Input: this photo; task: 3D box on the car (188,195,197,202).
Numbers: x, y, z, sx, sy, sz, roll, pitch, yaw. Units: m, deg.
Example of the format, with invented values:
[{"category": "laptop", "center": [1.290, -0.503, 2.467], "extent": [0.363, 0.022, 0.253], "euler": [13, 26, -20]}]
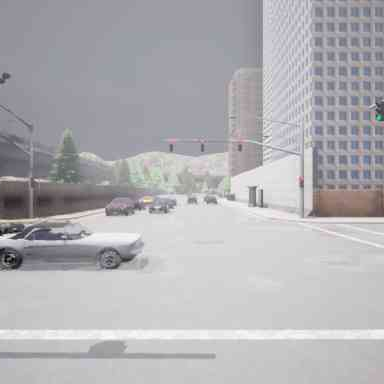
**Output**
[{"category": "car", "center": [0.078, 1.328, 74.507], "extent": [1.837, 1.490, 4.892], "euler": [0, 0, 0]}]

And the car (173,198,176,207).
[{"category": "car", "center": [-3.550, 1.564, 45.416], "extent": [1.994, 1.385, 4.181], "euler": [0, 0, -1]}]

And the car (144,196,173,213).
[{"category": "car", "center": [-3.550, 1.492, 36.497], "extent": [2.128, 1.511, 4.902], "euler": [0, 0, 0]}]

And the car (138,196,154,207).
[{"category": "car", "center": [-7.034, 1.478, 51.413], "extent": [1.882, 1.535, 5.008], "euler": [0, 0, 0]}]

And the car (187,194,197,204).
[{"category": "car", "center": [0.068, 1.478, 64.285], "extent": [1.882, 1.535, 5.008], "euler": [0, 0, 0]}]

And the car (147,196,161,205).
[{"category": "car", "center": [-6.999, 1.478, 61.486], "extent": [1.882, 1.535, 5.008], "euler": [0, 0, 1]}]

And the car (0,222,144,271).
[{"category": "car", "center": [-3.911, 1.630, 10.483], "extent": [4.718, 1.301, 1.895], "euler": [0, 0, 0]}]

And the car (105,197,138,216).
[{"category": "car", "center": [-7.059, 1.352, 32.911], "extent": [2.097, 1.767, 4.553], "euler": [0, 0, 0]}]

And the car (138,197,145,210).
[{"category": "car", "center": [-7.049, 1.601, 41.897], "extent": [1.895, 1.301, 4.718], "euler": [0, 0, 0]}]

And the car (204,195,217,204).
[{"category": "car", "center": [3.665, 1.506, 62.567], "extent": [1.837, 1.490, 4.892], "euler": [0, 0, 0]}]
